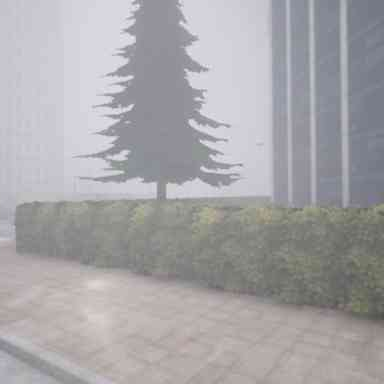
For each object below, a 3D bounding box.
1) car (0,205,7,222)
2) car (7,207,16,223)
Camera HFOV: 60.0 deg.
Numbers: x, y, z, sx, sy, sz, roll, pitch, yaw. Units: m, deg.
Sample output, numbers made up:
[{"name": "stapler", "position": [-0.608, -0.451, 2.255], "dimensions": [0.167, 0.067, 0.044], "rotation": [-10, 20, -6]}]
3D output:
[{"name": "car", "position": [-16.769, 1.890, 27.625], "dimensions": [2.128, 1.511, 4.902], "rotation": [-1, 0, 35]}, {"name": "car", "position": [-12.285, 1.836, 27.890], "dimensions": [1.882, 1.535, 5.008], "rotation": [-1, 0, 35]}]
